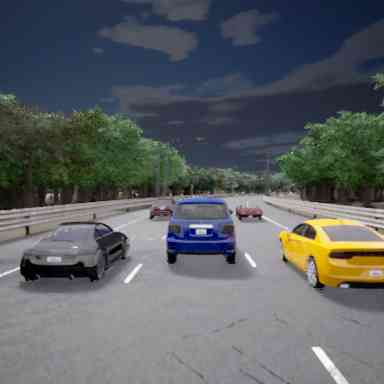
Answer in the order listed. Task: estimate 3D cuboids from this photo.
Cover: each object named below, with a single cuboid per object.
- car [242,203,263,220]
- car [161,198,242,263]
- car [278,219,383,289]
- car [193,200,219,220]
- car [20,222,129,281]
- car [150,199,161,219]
[{"bbox_3d":[4.688,1.606,27.950,1.895,1.301,4.718,0,0,4],"label":"car"},{"bbox_3d":[0.345,1.223,12.141,2.150,2.045,5.566,0,0,2],"label":"car"},{"bbox_3d":[3.766,1.483,9.176,1.882,1.535,5.008,0,0,1],"label":"car"},{"bbox_3d":[1.288,1.493,29.249,2.128,1.511,4.902,0,0,4],"label":"car"},{"bbox_3d":[-3.211,1.562,9.888,1.994,1.385,4.181,0,0,2],"label":"car"},{"bbox_3d":[-2.247,1.350,28.874,2.097,1.767,4.553,0,0,4],"label":"car"}]
